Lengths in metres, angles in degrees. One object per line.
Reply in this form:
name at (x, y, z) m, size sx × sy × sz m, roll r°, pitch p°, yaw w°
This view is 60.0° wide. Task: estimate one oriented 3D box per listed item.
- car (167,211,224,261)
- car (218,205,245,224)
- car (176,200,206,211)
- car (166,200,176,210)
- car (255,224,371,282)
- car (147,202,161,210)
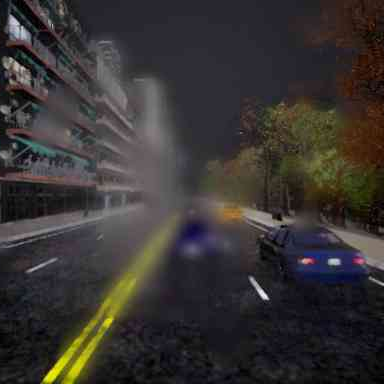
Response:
car at (0.046, 1.692, 12.926) m, size 1.812 × 1.442 × 4.674 m, roll 0°, pitch 0°, yaw 0°
car at (3.295, 1.844, 28.460) m, size 1.882 × 1.535 × 5.008 m, roll 0°, pitch 0°, yaw 0°
car at (0.036, 1.701, 27.190) m, size 2.097 × 1.767 × 4.553 m, roll 0°, pitch -1°, yaw 0°
car at (-3.326, 2.100, 57.557) m, size 2.097 × 1.767 × 4.553 m, roll 0°, pitch -1°, yaw 0°
car at (3.274, 1.678, 10.124) m, size 2.033 × 1.411 × 5.357 m, roll 0°, pitch -1°, yaw 1°
car at (-6.570, 2.347, 57.432) m, size 1.895 × 1.301 × 4.718 m, roll 0°, pitch -1°, yaw 1°
